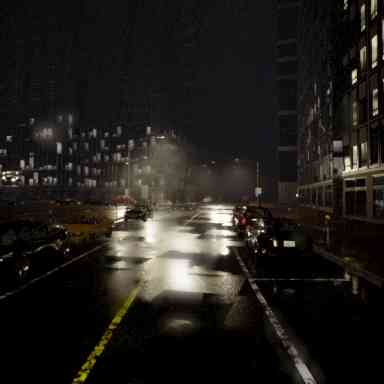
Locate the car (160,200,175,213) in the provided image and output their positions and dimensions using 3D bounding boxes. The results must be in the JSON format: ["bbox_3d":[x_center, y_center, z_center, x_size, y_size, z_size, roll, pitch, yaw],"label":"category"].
[{"bbox_3d":[-3.007,1.595,37.172,2.008,1.369,4.403,1,0,7],"label":"car"}]

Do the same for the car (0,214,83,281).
[{"bbox_3d":[-5.123,1.575,9.990,1.947,1.339,4.313,1,0,2],"label":"car"}]

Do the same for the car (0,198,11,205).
[{"bbox_3d":[-40.169,1.990,68.860,4.403,1.369,2.008,0,-1,15],"label":"car"}]

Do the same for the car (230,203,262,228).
[{"bbox_3d":[3.650,1.557,23.235,1.887,1.381,4.507,1,0,5],"label":"car"}]

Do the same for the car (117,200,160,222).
[{"bbox_3d":[-4.131,1.578,26.414,2.008,1.369,4.403,1,0,5],"label":"car"}]

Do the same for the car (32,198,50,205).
[{"bbox_3d":[-29.542,1.894,65.949,4.829,1.417,1.752,0,-1,15],"label":"car"}]

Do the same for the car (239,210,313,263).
[{"bbox_3d":[2.974,1.571,11.925,1.947,1.339,4.313,1,0,2],"label":"car"}]

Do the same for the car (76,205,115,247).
[{"bbox_3d":[-4.894,1.540,15.314,1.752,1.417,4.829,1,0,3],"label":"car"}]

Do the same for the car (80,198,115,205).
[{"bbox_3d":[-15.267,1.675,53.867,4.313,1.339,1.947,0,-1,15],"label":"car"}]

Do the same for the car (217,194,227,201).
[{"bbox_3d":[8.108,1.530,89.920,2.192,1.841,5.009,1,0,16],"label":"car"}]

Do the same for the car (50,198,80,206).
[{"bbox_3d":[-20.660,1.696,55.345,4.403,1.369,2.008,0,-1,15],"label":"car"}]

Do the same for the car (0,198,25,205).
[{"bbox_3d":[-31.446,1.767,58.301,4.403,1.369,2.008,0,-1,15],"label":"car"}]

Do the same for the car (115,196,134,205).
[{"bbox_3d":[-13.192,1.575,61.473,5.009,1.841,2.192,0,-1,15],"label":"car"}]

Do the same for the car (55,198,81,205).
[{"bbox_3d":[-23.982,1.883,64.425,4.403,1.369,2.008,0,-1,15],"label":"car"}]

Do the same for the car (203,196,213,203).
[{"bbox_3d":[3.554,1.675,73.829,1.752,1.417,4.829,1,0,14],"label":"car"}]

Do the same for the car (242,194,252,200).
[{"bbox_3d":[12.554,1.440,76.074,2.192,1.841,5.009,1,0,15],"label":"car"}]

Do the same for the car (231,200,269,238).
[{"bbox_3d":[3.264,1.449,17.605,1.967,1.590,4.097,1,0,4],"label":"car"}]
